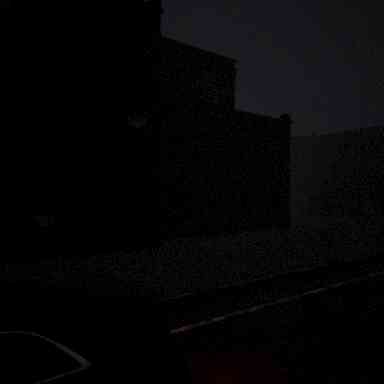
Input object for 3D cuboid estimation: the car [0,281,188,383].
[{"bbox_3d":[-2.318,1.505,2.029,4.892,1.490,1.837,0,0,-35],"label":"car"}]
